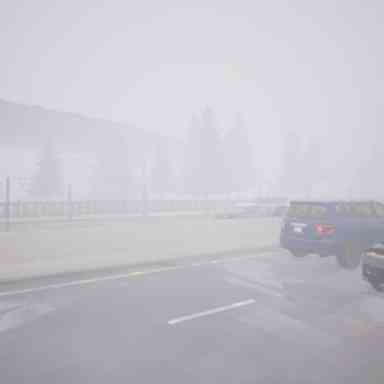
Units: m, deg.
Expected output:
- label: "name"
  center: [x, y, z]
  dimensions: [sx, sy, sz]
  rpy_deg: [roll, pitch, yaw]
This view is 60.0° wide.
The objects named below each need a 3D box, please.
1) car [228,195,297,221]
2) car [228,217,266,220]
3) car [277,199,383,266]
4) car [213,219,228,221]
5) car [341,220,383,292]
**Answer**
- label: "car"
  center: [5.933, 1.274, 27.883]
  dimensions: [5.566, 2.045, 2.150]
  rpy_deg: [0, 0, -26]
- label: "car"
  center: [4.868, 1.514, 19.415]
  dimensions: [5.008, 1.535, 1.882]
  rpy_deg: [0, 0, -29]
- label: "car"
  center: [5.525, 1.246, 11.513]
  dimensions: [5.566, 2.045, 2.150]
  rpy_deg: [0, 0, -31]
- label: "car"
  center: [3.684, 1.641, 22.816]
  dimensions: [4.718, 1.301, 1.895]
  rpy_deg: [0, 0, -29]
- label: "car"
  center: [5.916, 1.511, 7.628]
  dimensions: [4.902, 1.511, 2.128]
  rpy_deg: [0, 0, -32]
